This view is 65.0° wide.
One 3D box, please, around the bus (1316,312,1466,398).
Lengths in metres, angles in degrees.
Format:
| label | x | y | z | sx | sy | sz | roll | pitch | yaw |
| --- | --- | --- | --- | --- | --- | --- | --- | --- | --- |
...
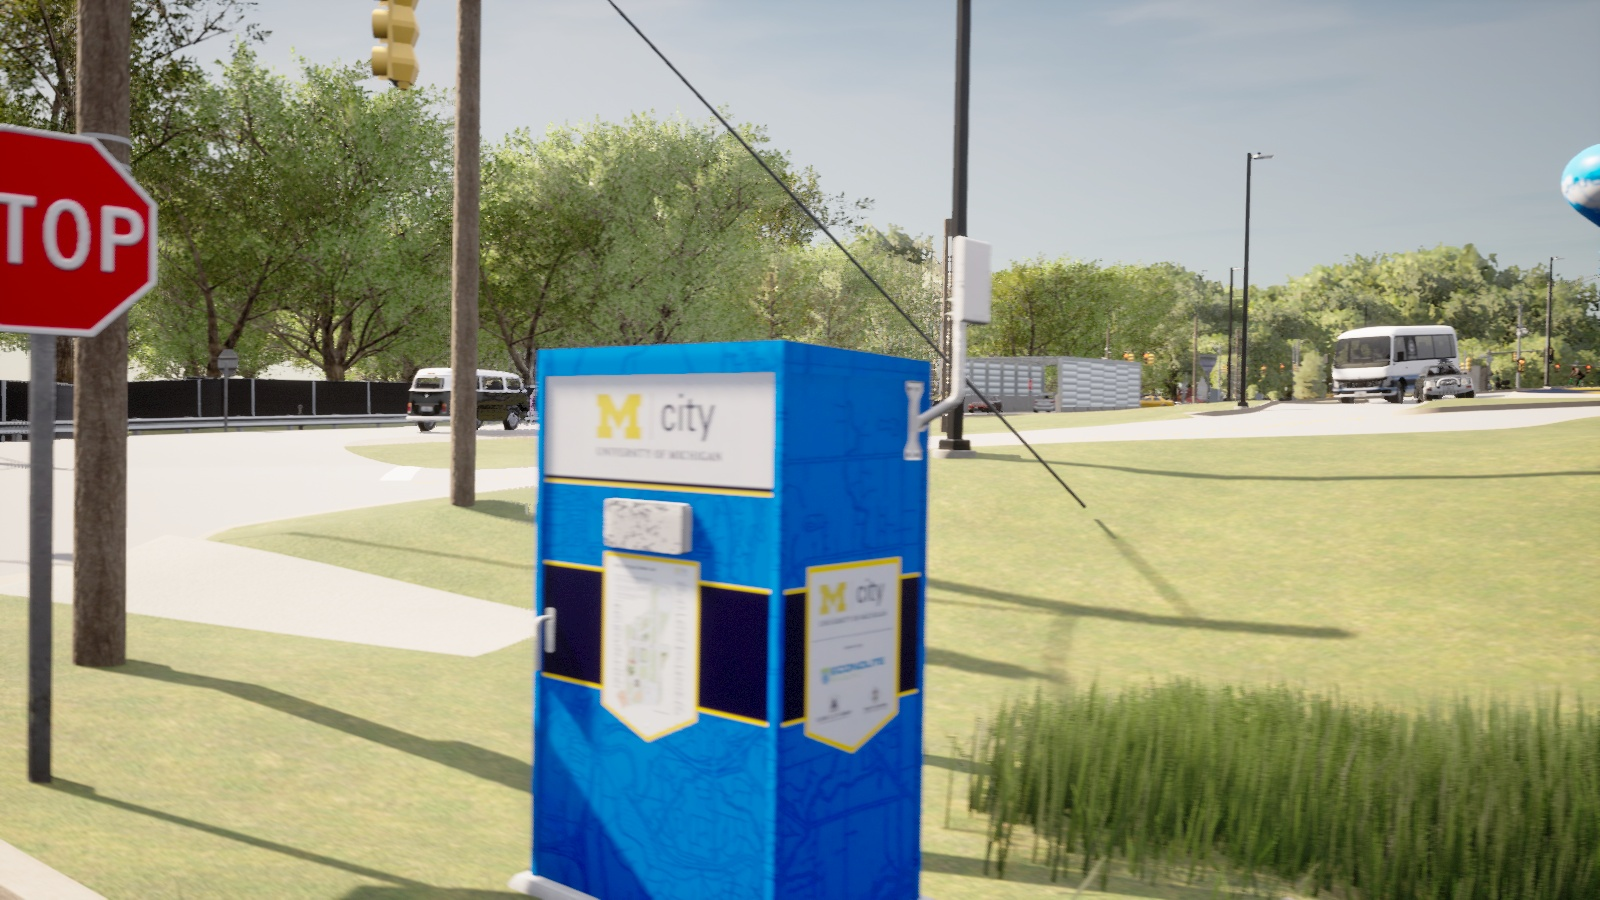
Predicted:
| label | x | y | z | sx | sy | sz | roll | pitch | yaw |
| --- | --- | --- | --- | --- | --- | --- | --- | --- | --- |
| bus | 33.172 | -5.382 | 70.237 | 10.273 | 4.253 | 3.944 | -7 | 4 | -43 |

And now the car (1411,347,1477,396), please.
| label | x | y | z | sx | sy | sz | roll | pitch | yaw |
| --- | --- | --- | --- | --- | --- | --- | --- | --- | --- |
| car | 28.321 | -3.464 | 55.360 | 1.932 | 1.855 | 4.605 | -5 | 2 | 20 |

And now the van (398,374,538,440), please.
| label | x | y | z | sx | sy | sz | roll | pitch | yaw |
| --- | --- | --- | --- | --- | --- | --- | --- | --- | --- |
| van | -10.761 | -1.433 | 41.051 | 2.069 | 2.038 | 4.480 | 0 | 3 | 23 |
